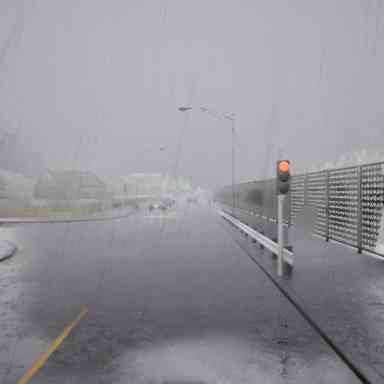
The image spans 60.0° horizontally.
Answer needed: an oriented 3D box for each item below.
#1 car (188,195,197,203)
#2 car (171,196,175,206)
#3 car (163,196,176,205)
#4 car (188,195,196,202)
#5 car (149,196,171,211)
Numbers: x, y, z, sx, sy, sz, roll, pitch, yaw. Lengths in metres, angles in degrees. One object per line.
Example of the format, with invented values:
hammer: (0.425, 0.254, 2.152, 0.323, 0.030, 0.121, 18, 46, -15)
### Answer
car: (0.075, 1.491, 67.472, 2.128, 1.511, 4.902, 0, 0, 0)
car: (-4.113, 1.564, 50.570, 1.994, 1.385, 4.181, 0, 0, 0)
car: (-4.090, 1.478, 61.023, 1.882, 1.535, 5.008, 0, 0, 0)
car: (-0.031, 1.478, 77.771, 1.882, 1.535, 5.008, 0, 0, 0)
car: (-4.113, 1.491, 40.632, 2.128, 1.511, 4.902, 0, 0, 0)
